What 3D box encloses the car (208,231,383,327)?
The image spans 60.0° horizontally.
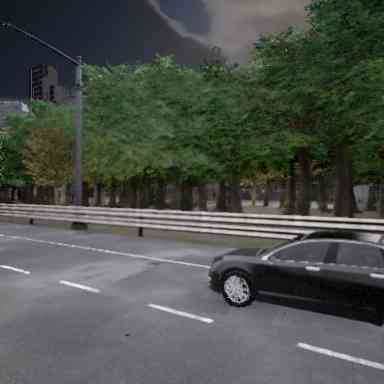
[{"bbox_3d":[2.590,1.507,6.321,4.892,1.490,1.837,0,0,35],"label":"car"}]
